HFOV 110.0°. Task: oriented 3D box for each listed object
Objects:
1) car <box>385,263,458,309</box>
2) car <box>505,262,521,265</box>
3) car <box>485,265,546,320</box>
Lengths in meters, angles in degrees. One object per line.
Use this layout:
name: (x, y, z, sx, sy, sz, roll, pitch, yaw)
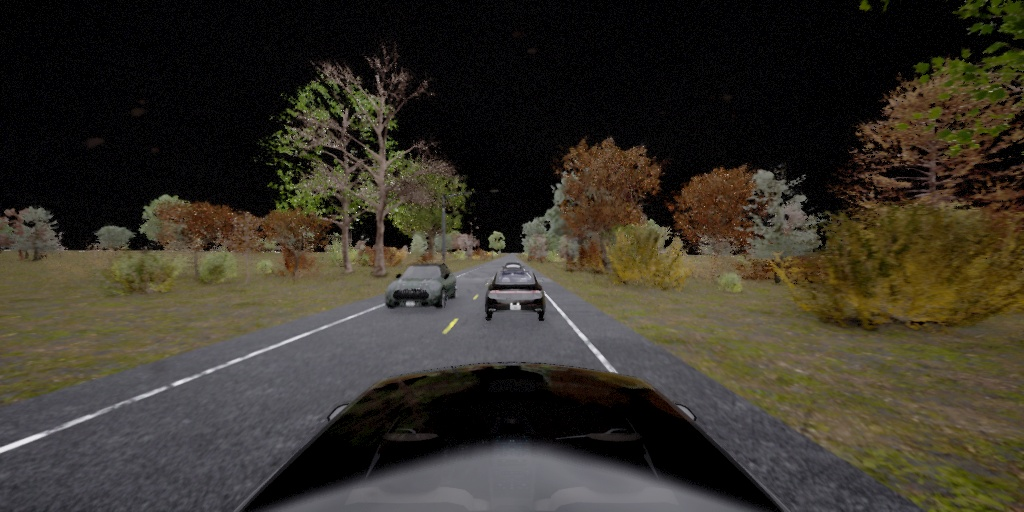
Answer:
car: (-3.593, 1.101, 14.923, 2.097, 1.767, 4.553, 0, 0, 0)
car: (0.099, 1.269, 30.580, 1.812, 1.442, 4.674, 0, 0, 0)
car: (0.099, 1.241, 12.570, 2.128, 1.511, 4.902, 0, 0, 0)
